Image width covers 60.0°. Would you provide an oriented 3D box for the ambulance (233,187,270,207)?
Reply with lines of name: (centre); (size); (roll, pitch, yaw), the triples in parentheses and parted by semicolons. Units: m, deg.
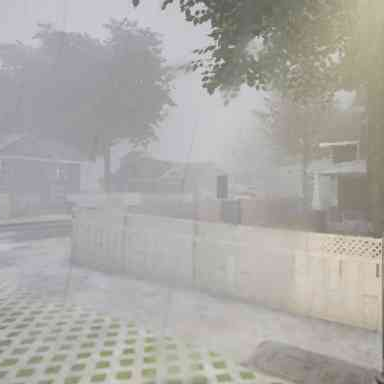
ambulance: (7.132, 0.590, 39.757); (2.351, 2.431, 6.366); (1, 1, 35)
